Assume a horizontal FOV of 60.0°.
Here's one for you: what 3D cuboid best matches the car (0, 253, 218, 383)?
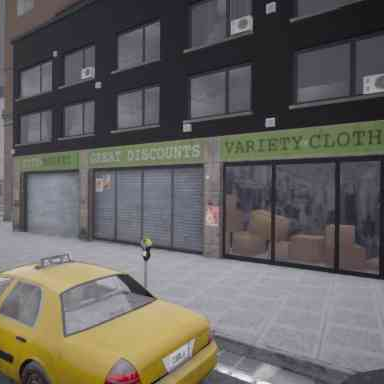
[{"bbox_3d":[-2.003,1.524,4.510,4.829,1.417,1.752,0,1,35],"label":"car"}]

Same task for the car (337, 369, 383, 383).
[{"bbox_3d":[2.689,1.551,1.177,4.403,1.369,2.008,0,1,35],"label":"car"}]
